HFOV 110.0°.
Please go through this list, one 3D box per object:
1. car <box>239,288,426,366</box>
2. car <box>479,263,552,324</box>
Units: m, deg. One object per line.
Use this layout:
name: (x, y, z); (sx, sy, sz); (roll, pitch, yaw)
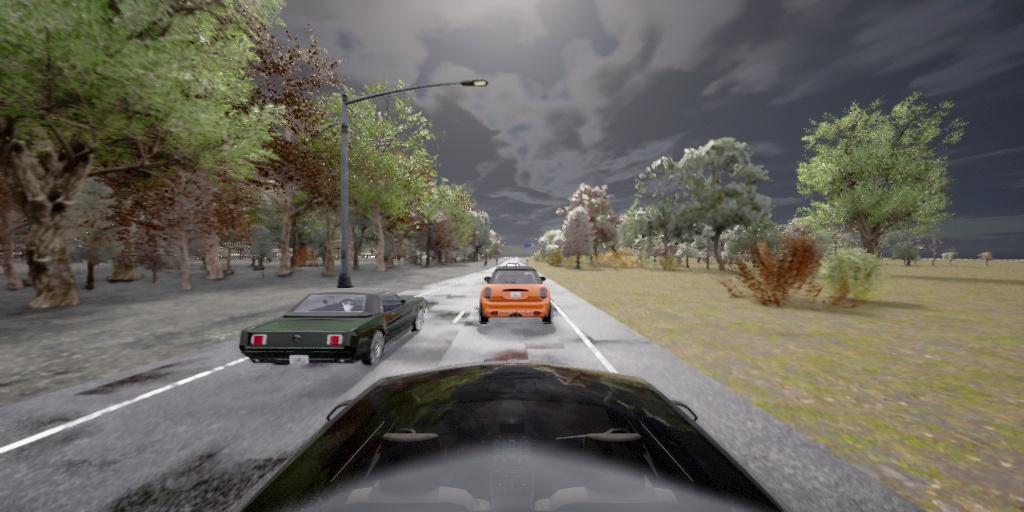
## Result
car: (-3.338, 1.353, 7.906); (1.895, 1.301, 4.718); (0, 0, 1)
car: (0.103, 1.106, 12.191); (2.097, 1.767, 4.553); (0, 0, 0)
